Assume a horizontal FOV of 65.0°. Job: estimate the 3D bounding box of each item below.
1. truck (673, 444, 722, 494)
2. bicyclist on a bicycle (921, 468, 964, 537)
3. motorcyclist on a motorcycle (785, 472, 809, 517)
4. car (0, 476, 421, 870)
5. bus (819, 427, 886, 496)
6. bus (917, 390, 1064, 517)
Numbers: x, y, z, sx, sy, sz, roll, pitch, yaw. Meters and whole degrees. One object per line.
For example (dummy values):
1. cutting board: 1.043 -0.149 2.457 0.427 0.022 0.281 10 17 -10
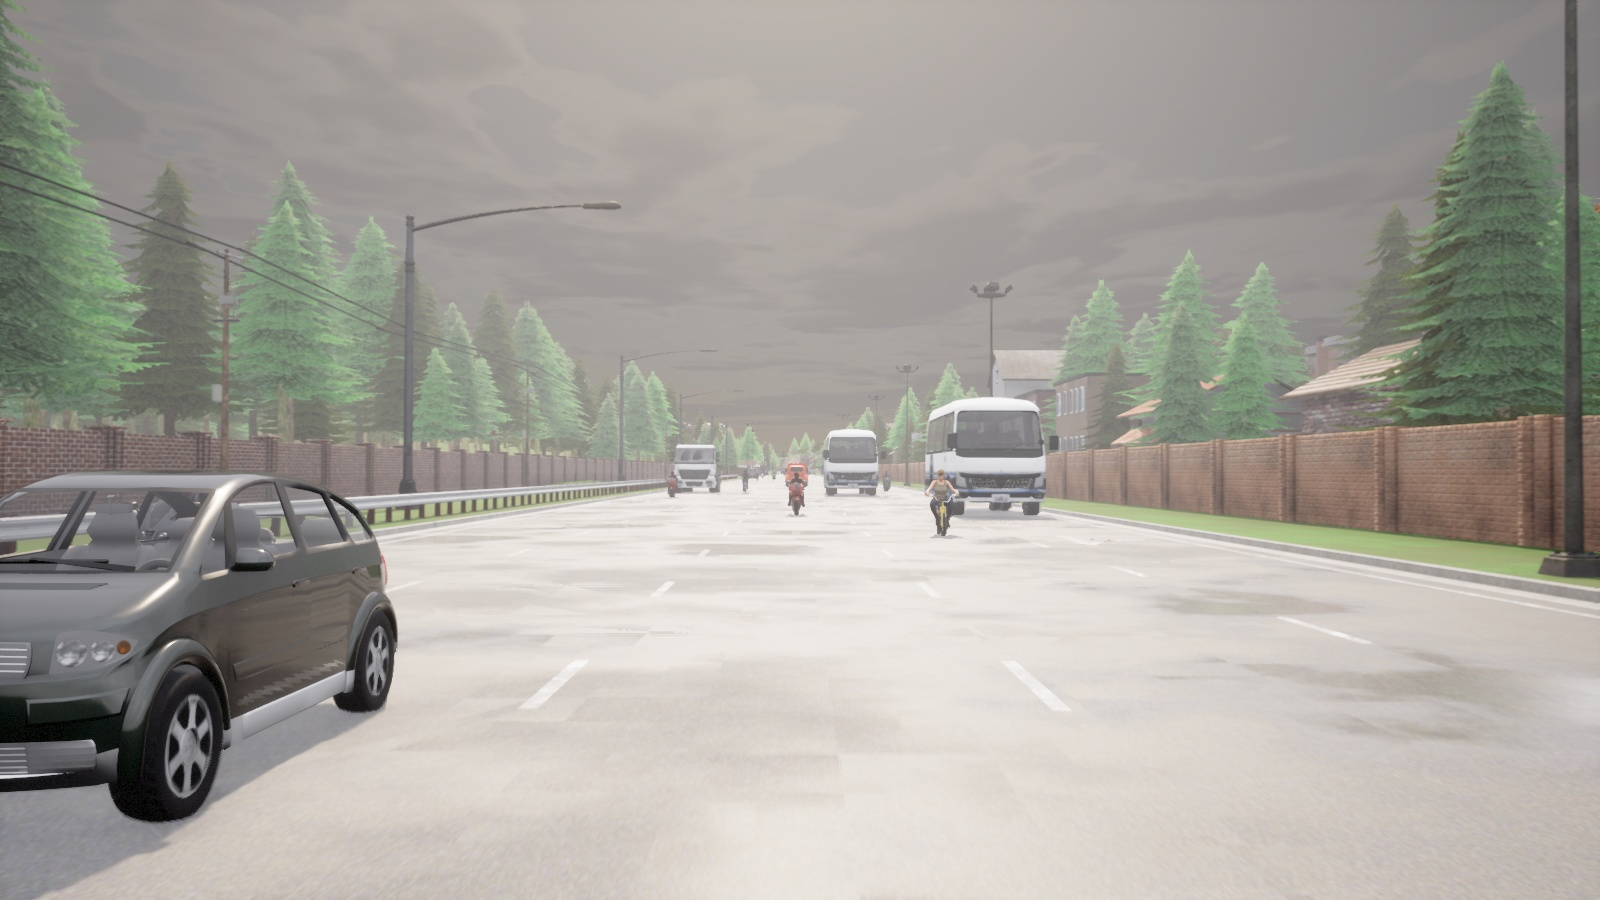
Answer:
1. truck: -7.226 1.363 89.694 2.891 3.462 7.936 0 -1 0
2. bicyclist on a bicycle: 3.424 1.244 30.284 0.866 1.612 1.509 0 -1 0
3. motorcyclist on a motorcycle: -0.109 1.530 43.782 0.797 1.523 2.044 0 -1 0
4. car: -3.517 0.922 6.839 1.789 1.549 3.705 0 -1 0
5. bus: 3.290 0.806 82.501 3.944 4.253 10.273 0 -1 0
6. bus: 6.877 0.203 47.368 3.944 4.253 10.273 0 -1 0
